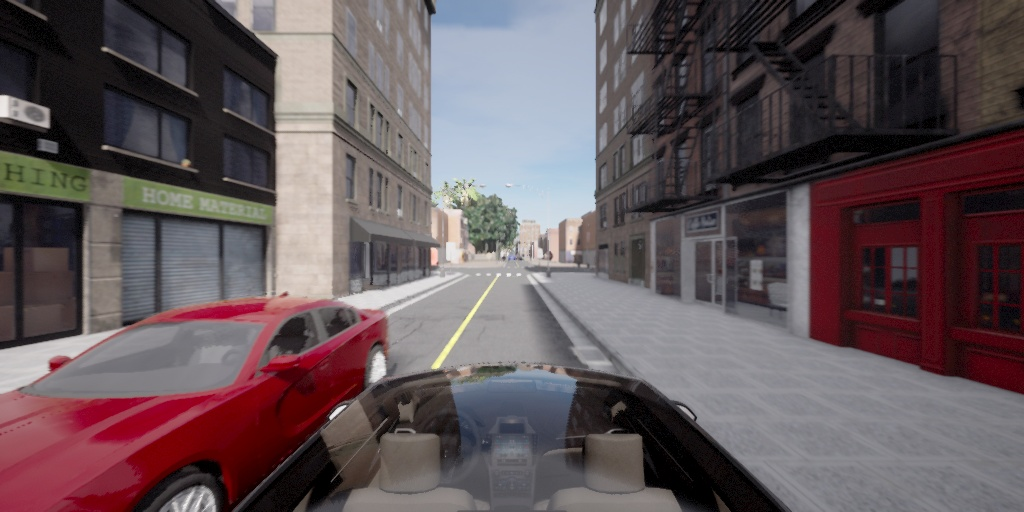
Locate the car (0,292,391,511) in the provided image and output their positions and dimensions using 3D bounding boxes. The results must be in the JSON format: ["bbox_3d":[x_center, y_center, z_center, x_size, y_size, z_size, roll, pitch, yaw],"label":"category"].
[{"bbox_3d":[-2.847,1.222,3.673,1.882,1.535,5.008,0,0,0],"label":"car"}]
